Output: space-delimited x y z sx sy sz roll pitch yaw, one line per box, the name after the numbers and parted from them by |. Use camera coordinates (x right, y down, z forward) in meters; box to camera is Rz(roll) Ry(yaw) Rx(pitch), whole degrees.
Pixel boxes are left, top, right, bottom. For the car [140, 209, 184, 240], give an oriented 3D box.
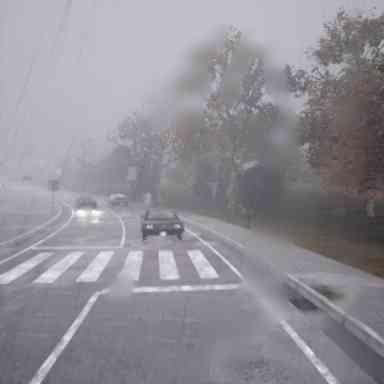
-1.658 1.518 16.706 1.895 1.301 4.718 0 0 -11 | car

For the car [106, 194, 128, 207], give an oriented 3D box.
-8.730 0.951 38.820 1.837 1.490 4.892 1 1 -24 | car

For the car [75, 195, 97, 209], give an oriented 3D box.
-11.536 1.033 36.181 1.895 1.301 4.718 1 2 -24 | car
